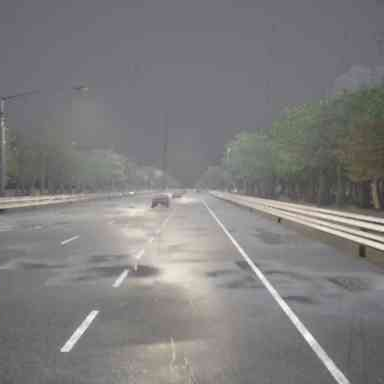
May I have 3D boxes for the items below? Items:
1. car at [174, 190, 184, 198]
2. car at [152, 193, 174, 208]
[{"bbox_3d":[-3.304,0.630,72.997,1.994,1.385,4.181,0,1,0],"label":"car"},{"bbox_3d":[-3.445,1.027,37.762,1.837,1.490,4.892,0,1,0],"label":"car"}]
